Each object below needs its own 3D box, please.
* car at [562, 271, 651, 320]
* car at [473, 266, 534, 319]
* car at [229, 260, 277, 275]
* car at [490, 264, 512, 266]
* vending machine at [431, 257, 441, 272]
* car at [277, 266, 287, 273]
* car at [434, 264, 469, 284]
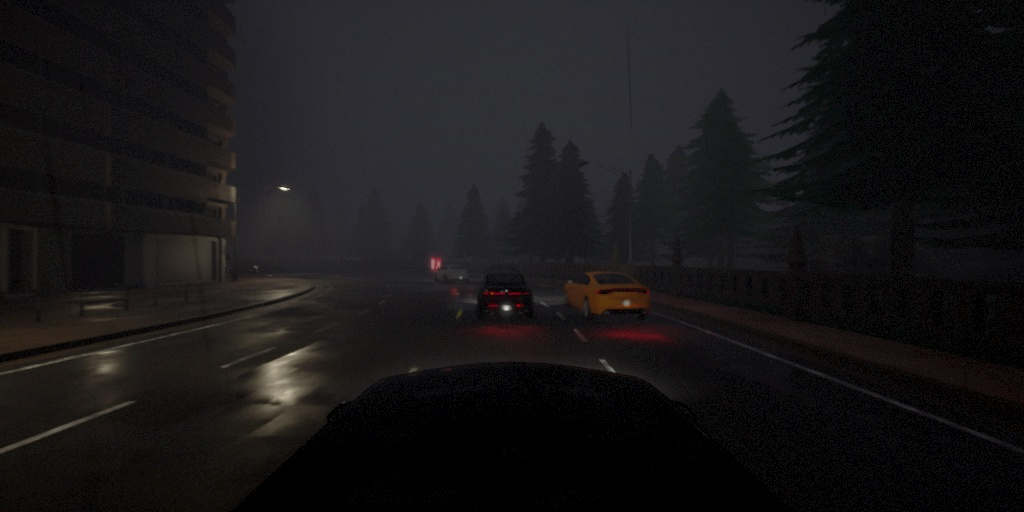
[{"bbox_3d":[3.180,1.279,12.970,1.882,1.535,5.008,0,-1,-4],"label":"car"},{"bbox_3d":[-0.334,1.307,13.148,1.837,1.490,4.892,0,0,-4],"label":"car"},{"bbox_3d":[-30.220,1.282,41.459,4.553,1.767,2.097,0,0,17],"label":"car"},{"bbox_3d":[-1.043,1.379,28.890,1.837,1.490,4.892,1,0,-25],"label":"car"},{"bbox_3d":[-9.861,1.149,46.689,0.880,2.100,1.100,0,0,40],"label":"vending machine"},{"bbox_3d":[-31.017,1.549,45.386,4.718,1.301,1.895,0,0,15],"label":"car"},{"bbox_3d":[-4.873,1.398,28.783,1.812,1.442,4.674,0,0,-27],"label":"car"}]
